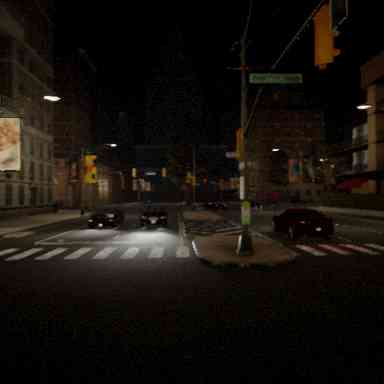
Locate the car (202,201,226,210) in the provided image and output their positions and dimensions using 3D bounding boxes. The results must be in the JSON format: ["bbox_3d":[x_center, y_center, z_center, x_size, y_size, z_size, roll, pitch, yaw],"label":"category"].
[{"bbox_3d":[3.262,2.050,50.082,1.895,1.301,4.718,0,-1,-22],"label":"car"}]

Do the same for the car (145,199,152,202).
[{"bbox_3d":[-12.314,2.587,94.145,1.895,1.301,4.718,0,-1,-3],"label":"car"}]

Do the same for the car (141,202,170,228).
[{"bbox_3d":[-2.695,1.752,24.846,2.128,1.511,4.902,0,-1,-2],"label":"car"}]

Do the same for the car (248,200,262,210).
[{"bbox_3d":[8.961,1.902,49.507,1.837,1.490,4.892,-1,-1,27],"label":"car"}]

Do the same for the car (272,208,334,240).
[{"bbox_3d":[5.766,1.602,17.856,1.882,1.535,5.008,0,-1,-2],"label":"car"}]

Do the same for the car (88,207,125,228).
[{"bbox_3d":[-6.198,1.837,24.813,2.033,1.411,5.357,0,-1,-2],"label":"car"}]
